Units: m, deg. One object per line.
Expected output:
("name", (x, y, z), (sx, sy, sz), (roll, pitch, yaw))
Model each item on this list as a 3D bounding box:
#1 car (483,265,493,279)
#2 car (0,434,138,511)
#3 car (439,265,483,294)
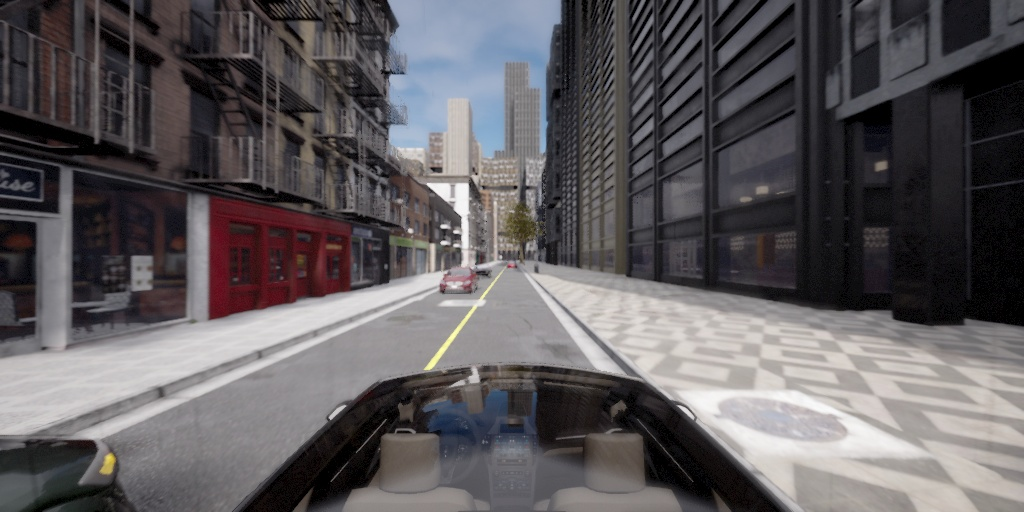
("car", (-3.007, 1.556, 35.998), (1.895, 1.301, 4.718), (0, 0, 1))
("car", (-3.100, 1.304, 0.244), (1.994, 1.385, 4.181), (0, 0, 0))
("car", (-3.029, 1.384, 21.271), (1.812, 1.442, 4.674), (0, 0, 1))
